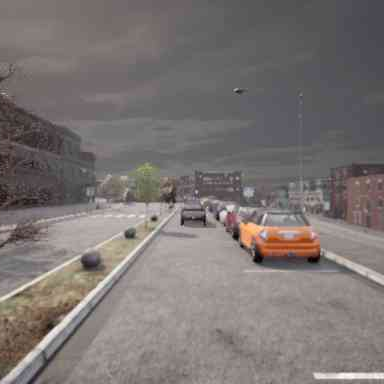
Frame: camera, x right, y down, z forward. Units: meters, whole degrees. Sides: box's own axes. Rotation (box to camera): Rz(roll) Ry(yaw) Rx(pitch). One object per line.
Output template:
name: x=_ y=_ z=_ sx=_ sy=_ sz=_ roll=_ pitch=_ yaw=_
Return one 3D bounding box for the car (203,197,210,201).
car: x=2.981 y=1.708 z=45.527 sx=2.231 sy=1.521 sz=4.892 roll=0 pitch=0 yaw=0

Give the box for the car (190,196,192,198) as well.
car: x=1.204 y=2.074 z=73.324 sx=2.002 sy=1.452 sz=4.674 roll=0 pitch=-1 yaw=-6

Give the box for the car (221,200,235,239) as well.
car: x=2.994 y=1.421 z=17.897 sx=2.185 sy=1.767 sz=4.553 roll=0 pitch=0 yaw=0

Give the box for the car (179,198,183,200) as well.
car: x=-1.266 y=2.045 z=89.808 sx=2.435 sy=2.045 sz=5.566 roll=0 pitch=-1 yaw=-10

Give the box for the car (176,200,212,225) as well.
car: x=0.114 y=1.599 z=25.306 sx=2.128 sy=1.511 sz=4.902 roll=0 pitch=0 yaw=0

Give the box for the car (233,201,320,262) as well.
car: x=2.995 y=1.397 z=12.377 sx=2.185 sy=1.767 sz=4.553 roll=0 pitch=0 yaw=0

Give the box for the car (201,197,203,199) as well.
car: x=2.867 y=1.809 z=51.074 sx=2.002 sy=1.452 sz=4.674 roll=0 pitch=-1 yaw=-1

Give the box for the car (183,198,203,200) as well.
car: x=0.081 y=1.796 z=41.679 sx=1.895 sy=1.301 sz=4.718 roll=0 pitch=0 yaw=0

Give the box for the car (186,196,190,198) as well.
car: x=0.515 y=2.101 z=78.702 sx=2.231 sy=1.521 sz=4.892 roll=0 pitch=-1 yaw=-7

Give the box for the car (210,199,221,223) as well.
car: x=2.992 y=1.479 z=29.067 sx=2.185 sy=1.767 sz=4.553 roll=0 pitch=0 yaw=0

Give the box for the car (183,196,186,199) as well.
car: x=-0.327 y=2.062 z=84.276 sx=2.185 sy=1.767 sz=4.553 roll=0 pitch=-1 yaw=-9

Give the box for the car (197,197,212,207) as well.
car: x=2.285 y=1.775 z=62.131 sx=2.185 sy=1.767 sz=4.553 roll=0 pitch=-1 yaw=-4

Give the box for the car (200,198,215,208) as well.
car: x=2.634 y=1.835 z=56.617 sx=2.097 sy=1.535 sz=5.008 roll=0 pitch=-1 yaw=-2
